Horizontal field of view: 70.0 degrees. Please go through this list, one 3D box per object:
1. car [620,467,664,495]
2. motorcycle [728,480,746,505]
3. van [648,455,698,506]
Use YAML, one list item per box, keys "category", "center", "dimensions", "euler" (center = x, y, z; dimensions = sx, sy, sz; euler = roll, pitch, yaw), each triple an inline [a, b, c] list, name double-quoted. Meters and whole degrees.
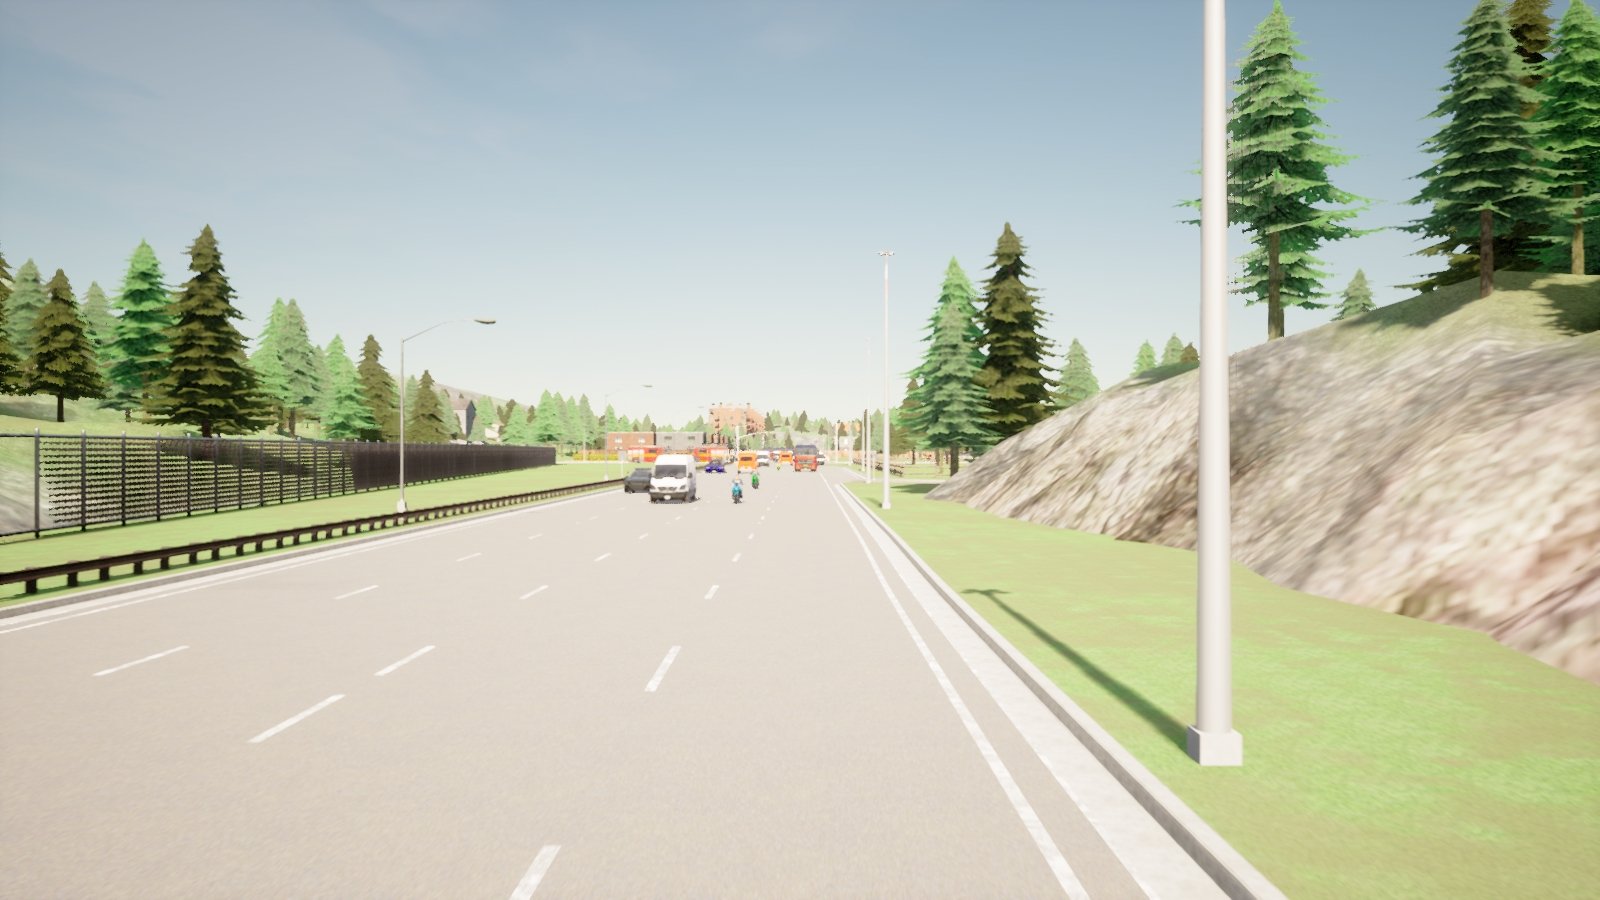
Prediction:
- category: "car"
  center: [-10.142, 1.982, 73.922]
  dimensions: [2.097, 1.638, 5.238]
  euler: [0, 0, 0]
- category: "motorcycle"
  center: [-3.222, 2.186, 58.703]
  dimensions: [0.803, 1.199, 2.033]
  euler: [0, 0, 0]
- category: "van"
  center: [-6.706, 1.534, 60.812]
  dimensions: [1.988, 2.561, 5.915]
  euler: [0, 0, 0]
